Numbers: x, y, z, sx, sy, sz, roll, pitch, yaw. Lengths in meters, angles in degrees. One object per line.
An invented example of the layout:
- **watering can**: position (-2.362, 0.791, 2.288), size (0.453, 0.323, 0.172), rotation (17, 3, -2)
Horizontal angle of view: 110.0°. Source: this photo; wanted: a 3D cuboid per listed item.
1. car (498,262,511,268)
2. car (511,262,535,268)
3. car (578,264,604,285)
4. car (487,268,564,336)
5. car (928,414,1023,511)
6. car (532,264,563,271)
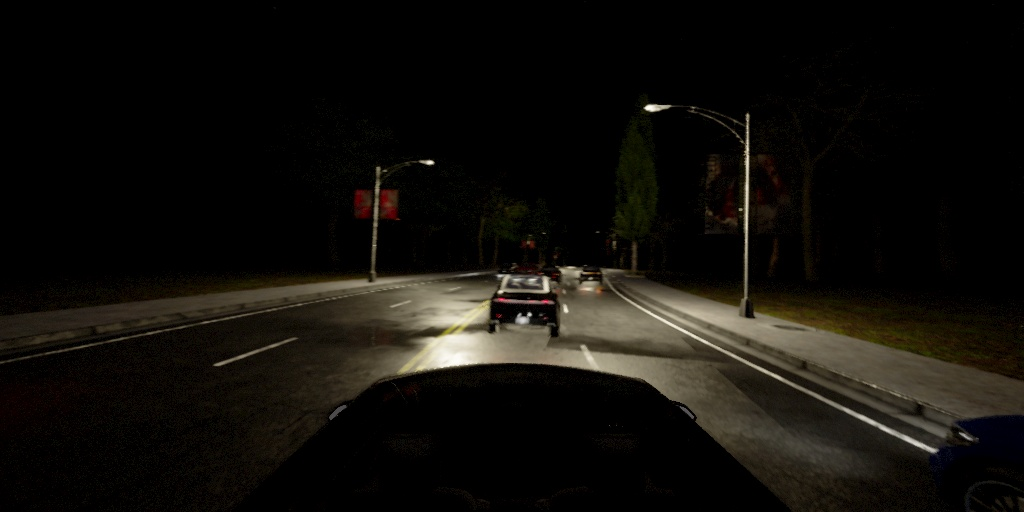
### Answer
- **car**: position (-0.314, 1.489, 44.518), size (2.033, 1.411, 5.357), rotation (2, 0, 13)
- **car**: position (1.695, 1.445, 38.723), size (1.882, 1.535, 5.008), rotation (2, 0, 13)
- **car**: position (6.568, 1.556, 29.856), size (2.128, 1.511, 4.902), rotation (2, 0, 13)
- **car**: position (0.412, 1.297, 10.737), size (2.128, 1.511, 4.902), rotation (2, 0, 4)
- **car**: position (4.197, 1.426, 0.806), size (1.812, 1.442, 4.674), rotation (2, 0, 0)
- **car**: position (3.020, 1.479, 28.588), size (1.812, 1.442, 4.674), rotation (2, 0, 12)
